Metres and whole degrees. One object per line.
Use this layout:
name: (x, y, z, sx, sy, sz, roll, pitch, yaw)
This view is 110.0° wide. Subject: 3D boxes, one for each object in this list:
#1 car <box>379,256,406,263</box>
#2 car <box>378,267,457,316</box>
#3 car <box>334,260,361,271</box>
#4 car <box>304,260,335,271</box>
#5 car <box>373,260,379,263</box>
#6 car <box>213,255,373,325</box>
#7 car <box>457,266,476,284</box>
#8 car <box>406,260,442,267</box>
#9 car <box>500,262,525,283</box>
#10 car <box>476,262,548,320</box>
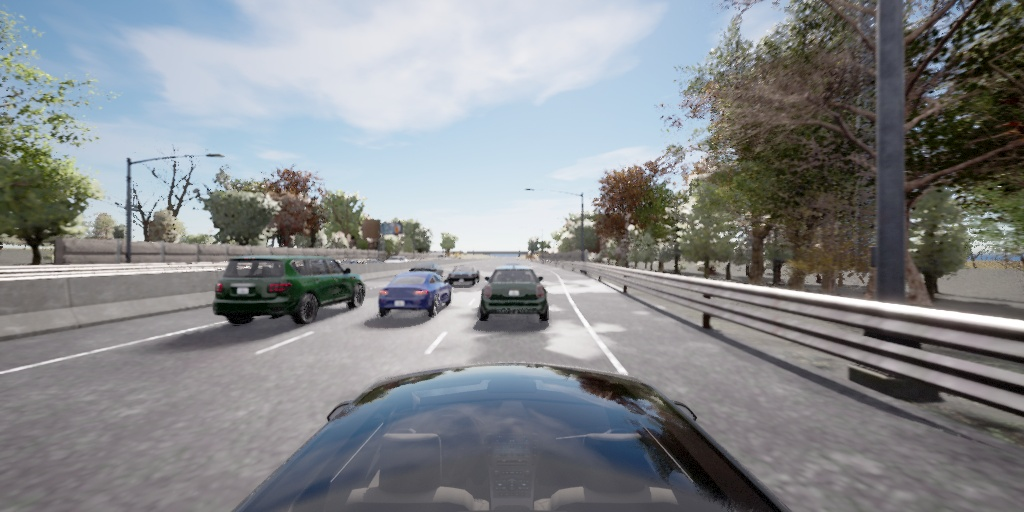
car: (-17.543, 1.059, 54.128, 2.150, 2.045, 5.566, 0, 0, 1)
car: (-3.425, 1.289, 13.263, 1.812, 1.442, 4.674, 0, 0, 0)
car: (-24.538, 1.341, 53.764, 1.837, 1.490, 4.892, 0, 0, 0)
car: (-28.039, 1.339, 52.448, 1.837, 1.490, 4.892, 0, 0, 0)
car: (-21.040, 1.342, 53.913, 1.837, 1.490, 4.892, 0, 0, 0)
car: (-6.932, 0.985, 11.949, 2.150, 2.045, 5.566, 0, 0, 0)
car: (-3.432, 1.383, 26.624, 1.895, 1.301, 4.718, 0, 0, 0)
car: (-6.917, 1.265, 29.650, 1.882, 1.535, 5.008, 0, 0, 0)
car: (0.084, 1.265, 29.574, 1.882, 1.535, 5.008, 0, 0, 0)
car: (0.071, 1.114, 12.741, 2.097, 1.767, 4.553, 0, 0, 0)
